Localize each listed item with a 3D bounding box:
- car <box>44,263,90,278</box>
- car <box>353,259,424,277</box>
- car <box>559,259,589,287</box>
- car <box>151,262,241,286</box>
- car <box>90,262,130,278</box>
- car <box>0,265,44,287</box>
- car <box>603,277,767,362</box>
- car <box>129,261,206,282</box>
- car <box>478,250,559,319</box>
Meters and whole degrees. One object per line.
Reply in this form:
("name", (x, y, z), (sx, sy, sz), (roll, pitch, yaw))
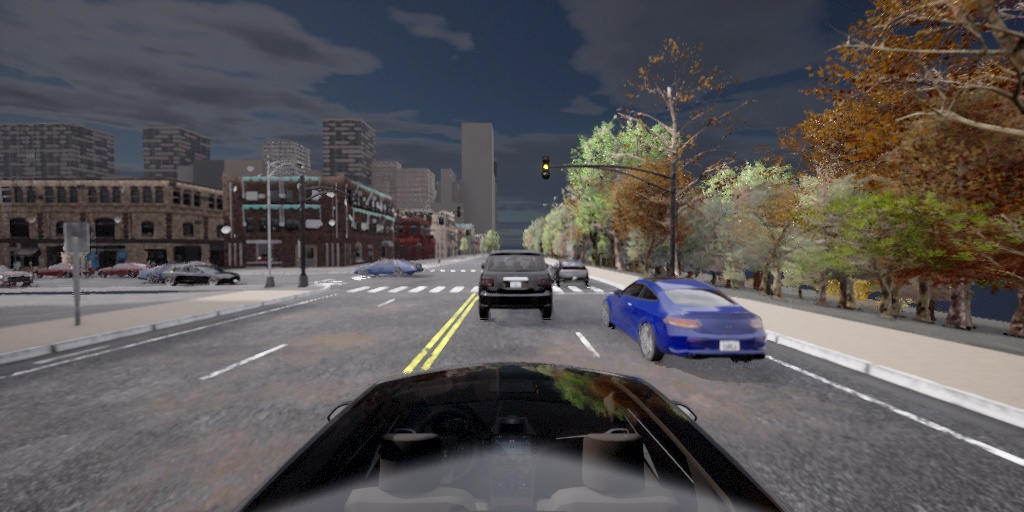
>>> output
("car", (-39.353, 1.270, 31.604), (4.207, 1.307, 1.802), (0, 0, 0))
("car", (-9.852, 0.917, 28.705), (5.357, 1.411, 2.033), (-1, 1, 11))
("car", (3.348, 0.943, 21.534), (2.128, 1.511, 4.902), (0, 1, 0))
("car", (-19.950, 1.245, 23.077), (4.313, 1.339, 1.948), (0, 0, 0))
("car", (-33.819, 1.207, 31.596), (4.207, 1.307, 1.802), (0, 0, 0))
("car", (-33.826, 1.275, 23.218), (4.097, 1.591, 1.967), (0, 0, 0))
("car", (3.349, 1.183, 7.817), (1.812, 1.442, 4.674), (0, 1, 0))
("car", (-23.568, 1.200, 25.776), (5.357, 1.411, 2.033), (-1, 1, 0))
("car", (0.099, 0.813, 12.168), (2.150, 2.045, 5.566), (0, 1, 0))
